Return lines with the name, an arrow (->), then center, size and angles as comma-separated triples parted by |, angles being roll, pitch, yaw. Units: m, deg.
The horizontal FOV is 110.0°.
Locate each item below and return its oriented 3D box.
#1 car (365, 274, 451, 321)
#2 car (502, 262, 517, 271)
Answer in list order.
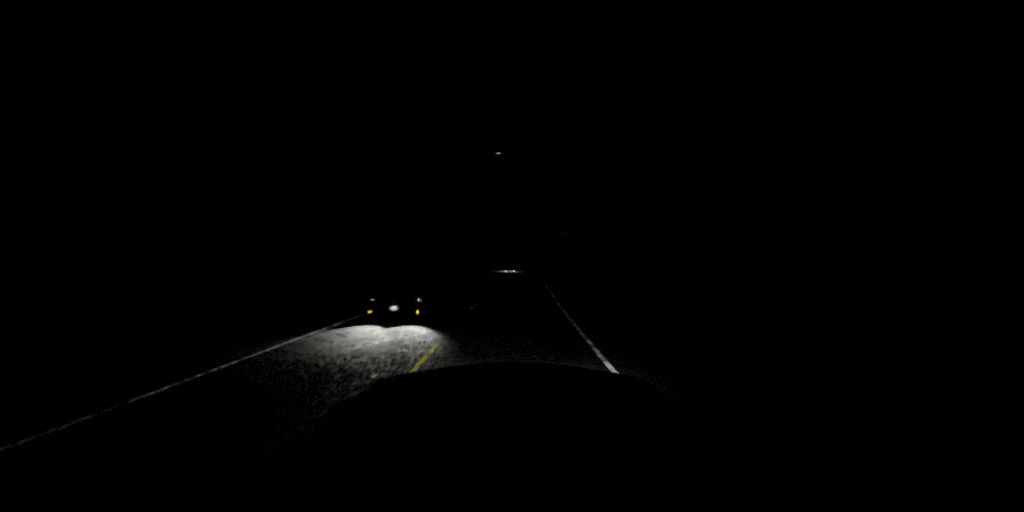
car -> -3.420, 1.333, 12.496 | 1.994, 1.385, 4.181 | 0, 0, 2
car -> -0.291, 1.556, 55.057 | 1.994, 1.385, 4.181 | 0, 0, 7
